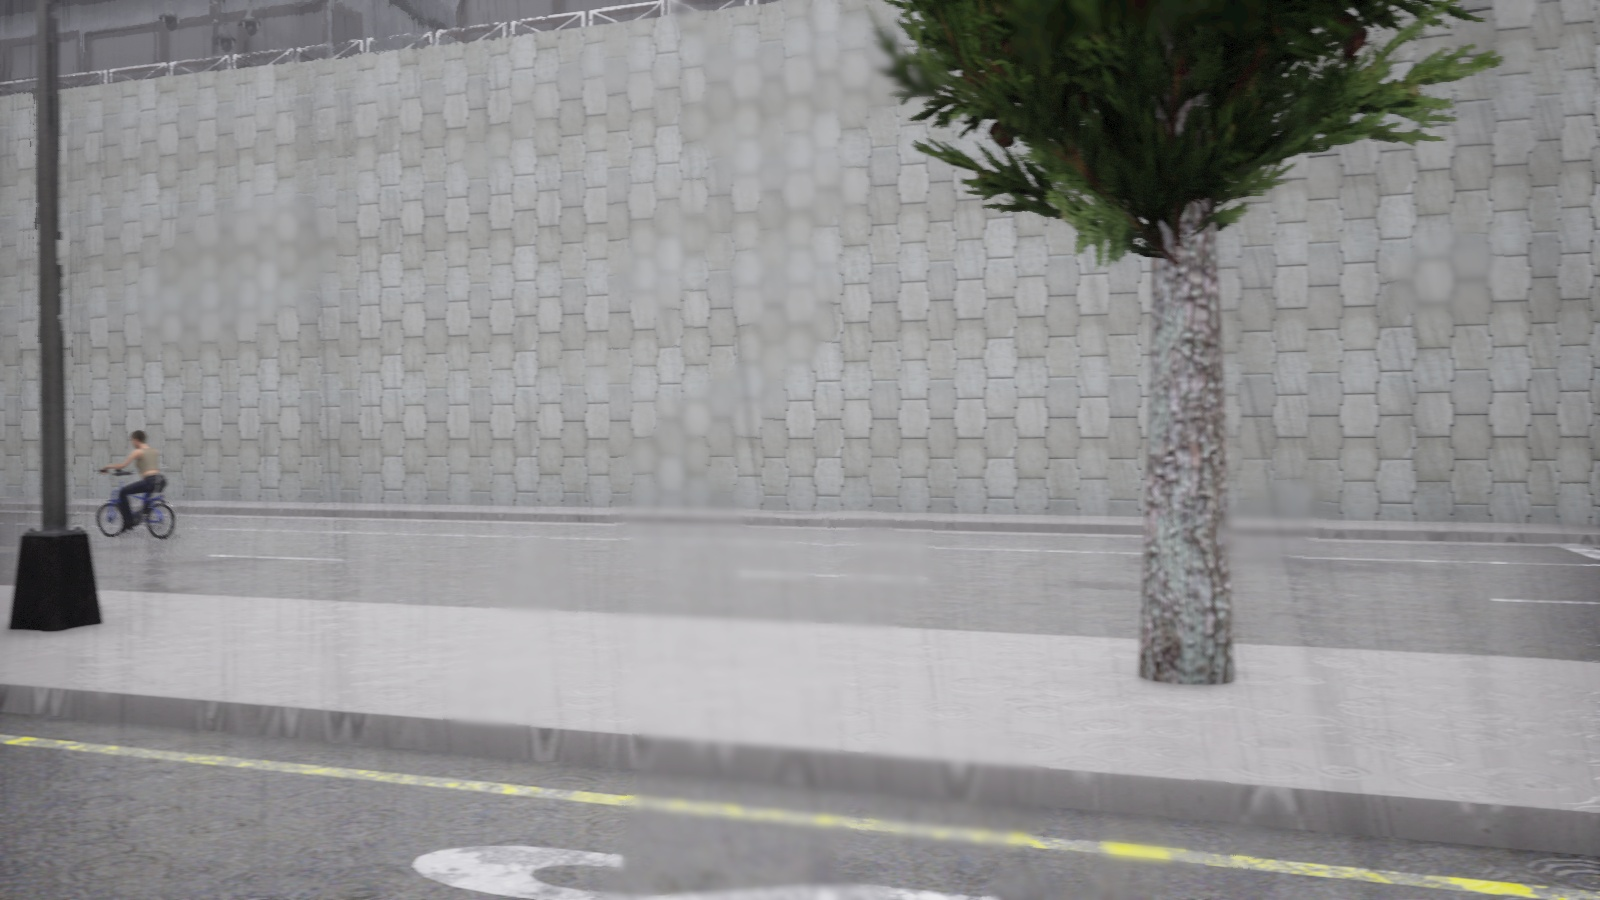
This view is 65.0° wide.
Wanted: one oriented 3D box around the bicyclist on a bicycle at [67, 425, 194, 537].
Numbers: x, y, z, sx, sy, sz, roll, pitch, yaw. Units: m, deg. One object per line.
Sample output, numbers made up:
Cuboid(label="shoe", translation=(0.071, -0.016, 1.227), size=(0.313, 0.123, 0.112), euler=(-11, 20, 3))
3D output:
Cuboid(label="bicyclist on a bicycle", translation=(-9.944, 0.437, 18.665), size=(1.509, 1.612, 0.866), euler=(0, 1, 19))

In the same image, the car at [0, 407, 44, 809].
Cuboid(label="car", translation=(-5.337, 0.629, 4.987), size=(3.988, 1.617, 1.851), euler=(0, 1, 19))

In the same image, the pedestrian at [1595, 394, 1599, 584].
Cuboid(label="pedestrian", translation=(8.311, 0.401, 12.504), size=(0.396, 1.930, 0.692), euler=(0, 1, 8))
